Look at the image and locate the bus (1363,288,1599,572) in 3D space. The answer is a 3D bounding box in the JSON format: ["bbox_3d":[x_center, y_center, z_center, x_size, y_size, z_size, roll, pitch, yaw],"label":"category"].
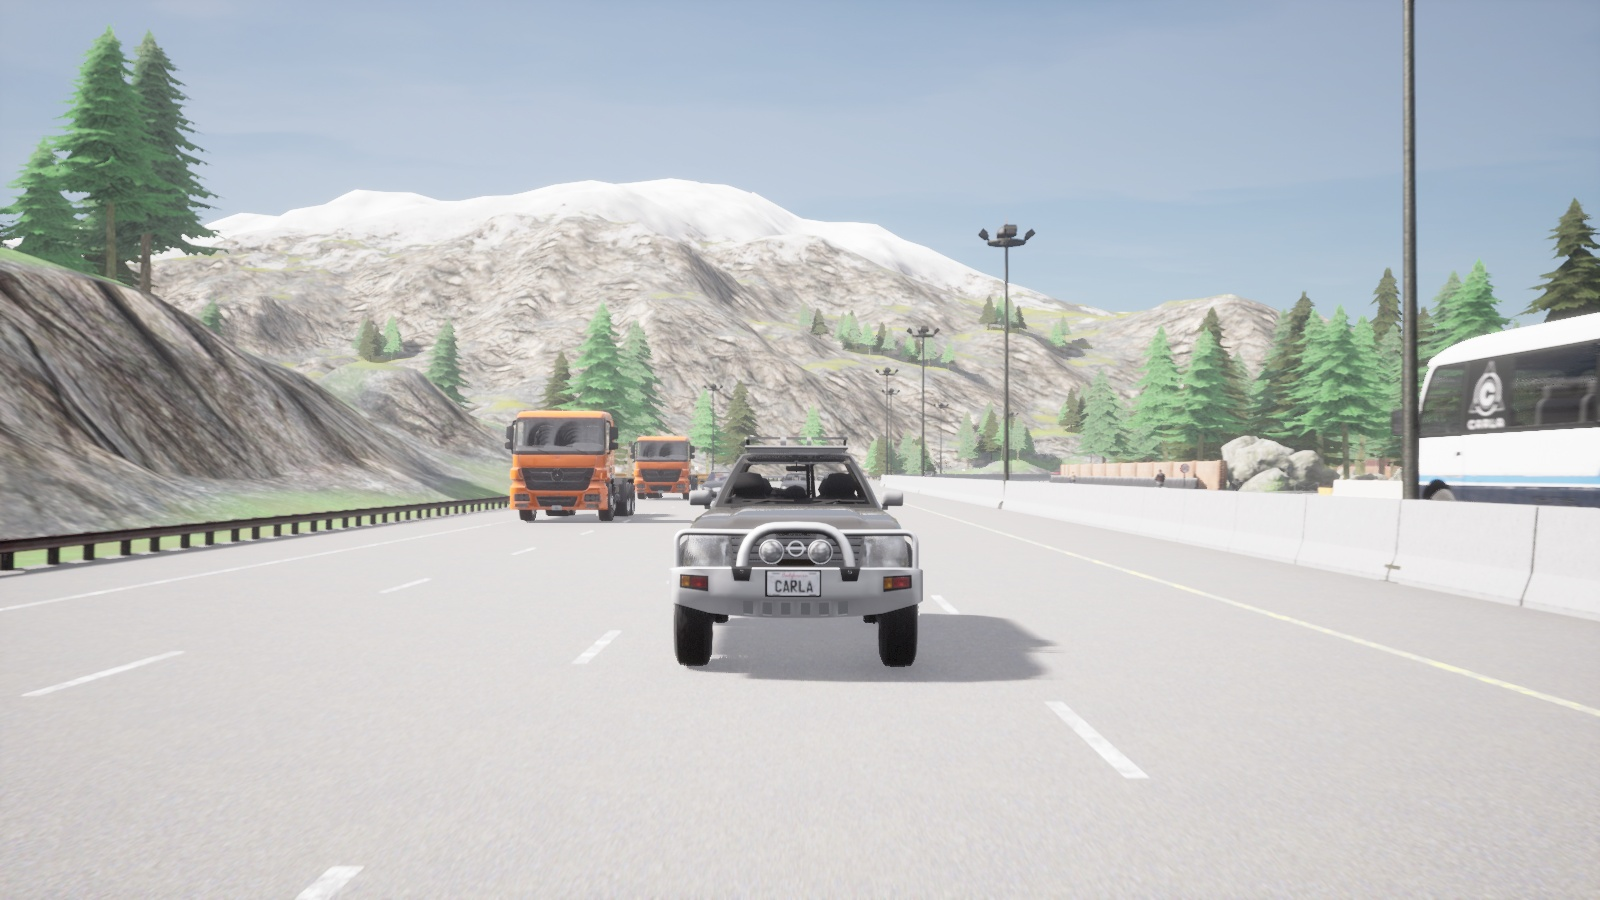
[{"bbox_3d":[13.942,-0.258,21.480,3.944,4.253,10.273,0,-1,0],"label":"bus"}]

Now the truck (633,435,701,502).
[{"bbox_3d":[-7.170,1.011,68.668,2.891,3.462,7.936,0,-1,0],"label":"truck"}]

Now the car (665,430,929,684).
[{"bbox_3d":[-0.029,0.824,11.521,1.932,1.855,4.605,0,-1,0],"label":"car"}]

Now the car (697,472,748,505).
[{"bbox_3d":[-3.645,1.782,59.541,2.128,1.511,4.902,0,-1,0],"label":"car"}]

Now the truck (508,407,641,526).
[{"bbox_3d":[-7.102,0.541,40.640,2.891,3.462,7.936,0,-1,0],"label":"truck"}]
